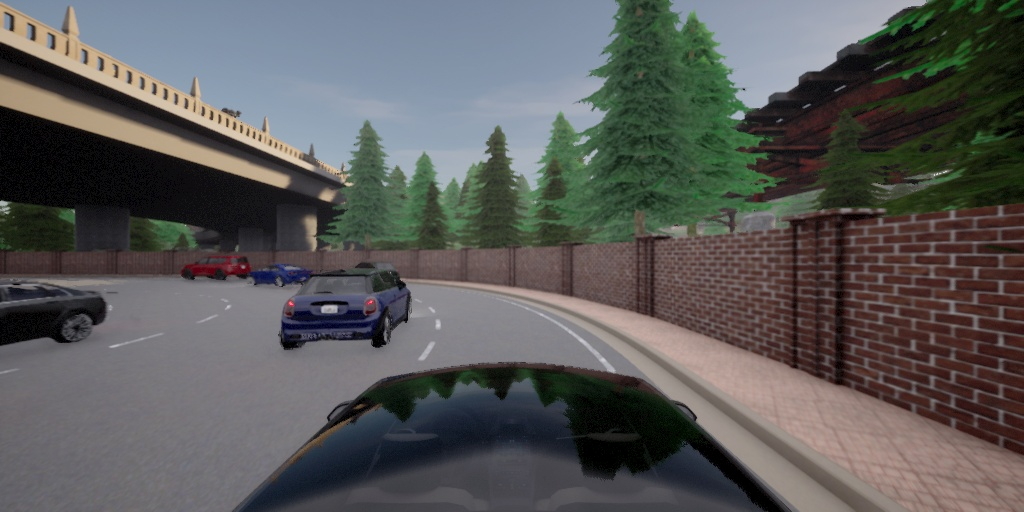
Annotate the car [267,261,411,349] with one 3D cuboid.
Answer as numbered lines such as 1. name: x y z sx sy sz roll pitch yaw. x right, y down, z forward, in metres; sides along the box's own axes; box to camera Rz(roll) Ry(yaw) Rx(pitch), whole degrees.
1. car: -3.993 1.114 9.422 2.097 1.767 4.553 0 0 -7

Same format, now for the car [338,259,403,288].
1. car: -9.828 1.140 24.797 4.553 1.767 2.097 0 0 36

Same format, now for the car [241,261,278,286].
1. car: -15.524 1.263 24.013 5.008 1.535 1.882 0 -1 26

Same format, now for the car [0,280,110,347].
1. car: -10.749 1.249 6.776 2.128 1.511 4.902 0 0 -6

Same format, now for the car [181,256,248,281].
1. car: -25.167 1.019 30.630 5.566 2.045 2.150 0 0 12
